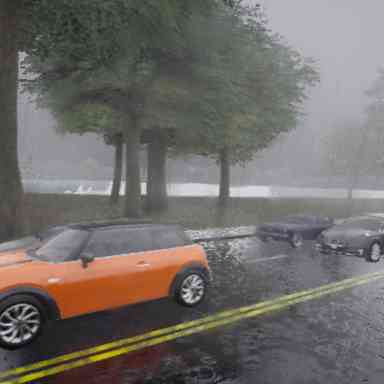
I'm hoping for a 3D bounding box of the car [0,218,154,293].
[{"bbox_3d":[-3.381,1.556,9.249,4.181,1.385,1.994,1,0,-35],"label":"car"}]

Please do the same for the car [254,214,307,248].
[{"bbox_3d":[5.090,1.670,15.255,4.718,1.301,1.895,1,0,-35],"label":"car"}]

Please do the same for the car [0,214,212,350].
[{"bbox_3d":[-1.876,1.350,6.344,4.553,1.767,2.097,0,0,-35],"label":"car"}]

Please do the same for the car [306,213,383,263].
[{"bbox_3d":[6.655,1.579,12.382,4.892,1.490,1.837,1,0,-35],"label":"car"}]
